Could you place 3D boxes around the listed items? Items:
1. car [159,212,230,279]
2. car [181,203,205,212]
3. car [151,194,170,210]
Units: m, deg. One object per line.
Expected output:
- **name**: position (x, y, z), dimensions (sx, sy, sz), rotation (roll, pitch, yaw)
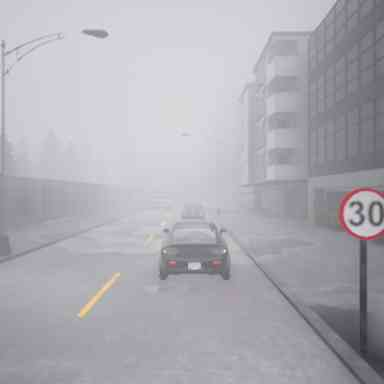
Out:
- **car**: position (0.075, 1.550, 10.015), dimensions (1.812, 1.442, 4.674), rotation (0, 0, 0)
- **car**: position (0.091, 1.613, 26.879), dimensions (2.033, 1.411, 5.357), rotation (0, 0, 0)
- **car**: position (-4.128, 1.331, 44.329), dimensions (2.150, 2.045, 5.566), rotation (0, 0, -1)
